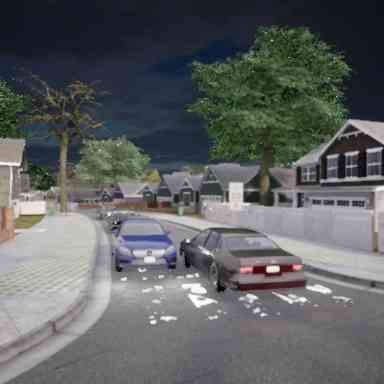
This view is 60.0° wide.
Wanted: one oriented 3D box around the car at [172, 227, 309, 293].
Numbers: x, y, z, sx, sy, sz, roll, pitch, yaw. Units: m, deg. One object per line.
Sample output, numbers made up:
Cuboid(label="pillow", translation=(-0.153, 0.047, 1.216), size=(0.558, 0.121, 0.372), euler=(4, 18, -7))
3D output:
Cuboid(label="car", translation=(1.052, 1.700, 9.391), size=(2.033, 1.411, 5.357), euler=(1, -1, -15))

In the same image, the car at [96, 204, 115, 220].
Cuboid(label="car", translation=(-8.510, 2.000, 33.463), size=(2.128, 1.511, 4.902), euler=(1, -1, -22))

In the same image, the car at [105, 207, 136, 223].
Cuboid(label="car", translation=(-4.492, 1.923, 22.001), size=(1.895, 1.301, 4.718), euler=(1, -1, -17))

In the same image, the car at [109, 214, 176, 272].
Cuboid(label="car", translation=(-1.792, 1.687, 11.618), size=(1.812, 1.442, 4.674), euler=(1, -1, -15))
